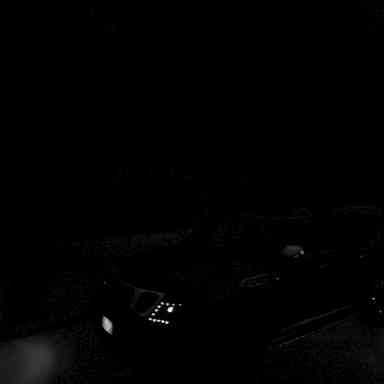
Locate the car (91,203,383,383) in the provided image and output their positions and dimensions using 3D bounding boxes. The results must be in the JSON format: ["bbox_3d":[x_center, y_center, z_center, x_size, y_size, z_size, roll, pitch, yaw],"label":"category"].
[{"bbox_3d":[1.280,1.223,5.475,5.566,2.045,2.150,1,0,-35],"label":"car"}]
